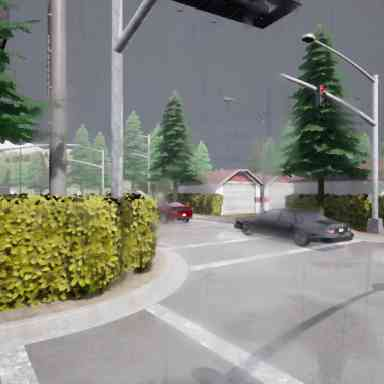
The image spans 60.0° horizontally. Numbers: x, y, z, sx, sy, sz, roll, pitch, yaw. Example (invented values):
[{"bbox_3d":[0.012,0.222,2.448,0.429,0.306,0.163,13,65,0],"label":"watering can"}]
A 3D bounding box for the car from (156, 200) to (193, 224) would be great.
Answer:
[{"bbox_3d":[-1.934,1.305,23.388,1.882,1.535,5.008,-1,1,-35],"label":"car"}]

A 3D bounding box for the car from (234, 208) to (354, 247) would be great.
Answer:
[{"bbox_3d":[4.264,1.421,14.795,2.033,1.411,5.357,0,2,-35],"label":"car"}]
